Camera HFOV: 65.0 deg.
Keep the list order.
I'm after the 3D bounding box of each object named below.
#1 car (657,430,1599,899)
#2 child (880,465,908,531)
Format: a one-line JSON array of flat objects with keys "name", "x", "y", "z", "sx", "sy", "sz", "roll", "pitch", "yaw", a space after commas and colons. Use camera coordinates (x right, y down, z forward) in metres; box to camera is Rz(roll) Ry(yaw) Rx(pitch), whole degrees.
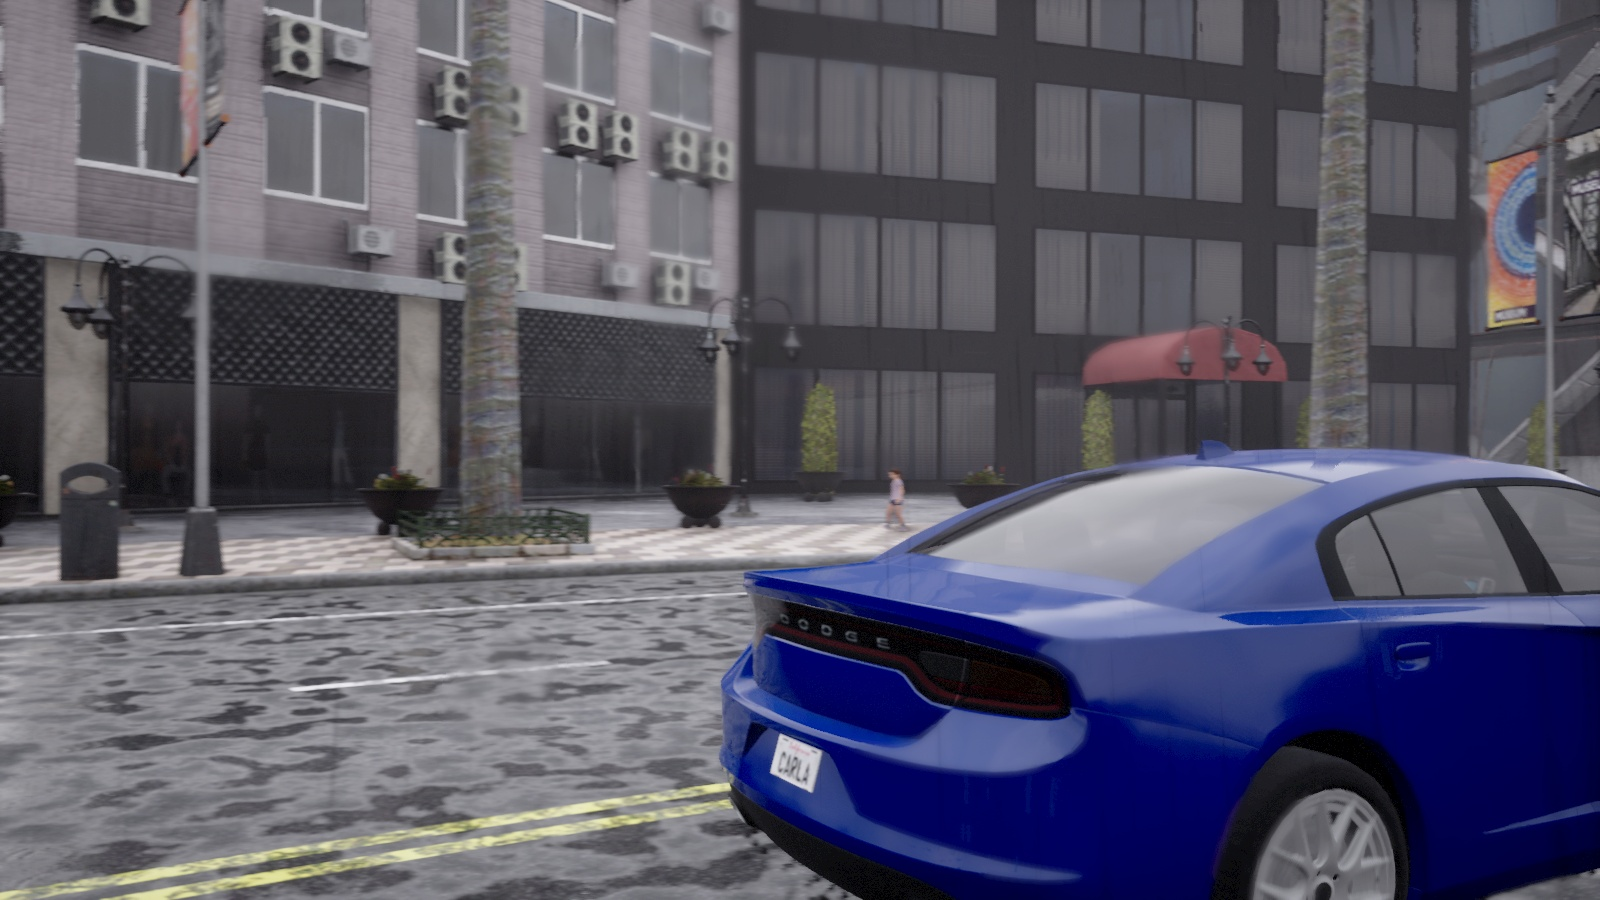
[{"name": "car", "x": 2.154, "y": 0.726, "z": 4.733, "sx": 5.008, "sy": 1.535, "sz": 1.882, "roll": 0, "pitch": 0, "yaw": -29}, {"name": "child", "x": 1.614, "y": 0.814, "z": 21.514, "sx": 0.394, "sy": 1.110, "sz": 0.255, "roll": 0, "pitch": 0, "yaw": -24}]
